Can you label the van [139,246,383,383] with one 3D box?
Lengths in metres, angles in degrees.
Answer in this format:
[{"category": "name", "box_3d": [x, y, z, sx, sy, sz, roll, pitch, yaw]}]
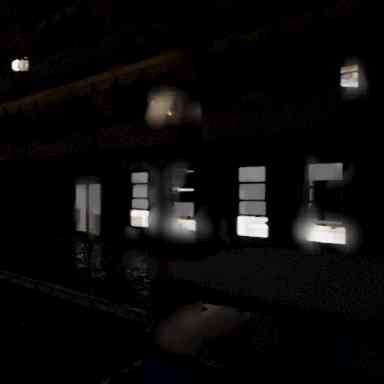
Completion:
[{"category": "van", "box_3d": [1.456, 1.342, 1.835, 3.998, 1.788, 1.690, 0, 0, 36]}]
